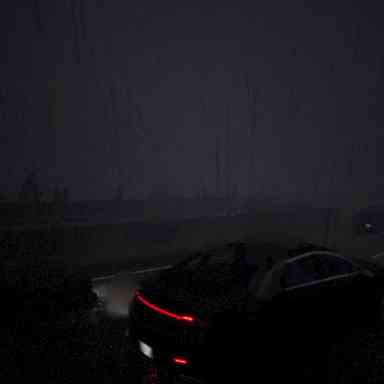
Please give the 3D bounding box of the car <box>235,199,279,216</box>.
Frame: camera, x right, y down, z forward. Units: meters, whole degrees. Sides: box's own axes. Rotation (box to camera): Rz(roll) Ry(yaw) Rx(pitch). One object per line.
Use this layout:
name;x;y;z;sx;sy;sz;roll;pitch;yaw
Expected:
car;6.680;1.487;33.753;4.892;1.490;1.837;0;0;-44

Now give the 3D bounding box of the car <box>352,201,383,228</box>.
car;10.163;1.443;17.478;5.008;1.535;1.882;0;0;-43

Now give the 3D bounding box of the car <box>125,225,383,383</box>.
car;1.414;1.488;5.100;4.902;1.511;2.128;0;0;-38

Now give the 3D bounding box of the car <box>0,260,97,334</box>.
car;-4.313;1.566;5.052;5.357;1.411;2.033;0;0;-36

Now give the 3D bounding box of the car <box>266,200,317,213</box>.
car;7.854;1.502;25.177;4.674;1.442;1.812;0;0;-44

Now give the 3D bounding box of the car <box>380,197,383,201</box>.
car;37.097;1.422;62.828;4.181;1.385;1.994;0;0;-44

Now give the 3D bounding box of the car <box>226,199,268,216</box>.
car;4.818;1.480;27.116;4.902;1.511;2.128;0;0;-44
